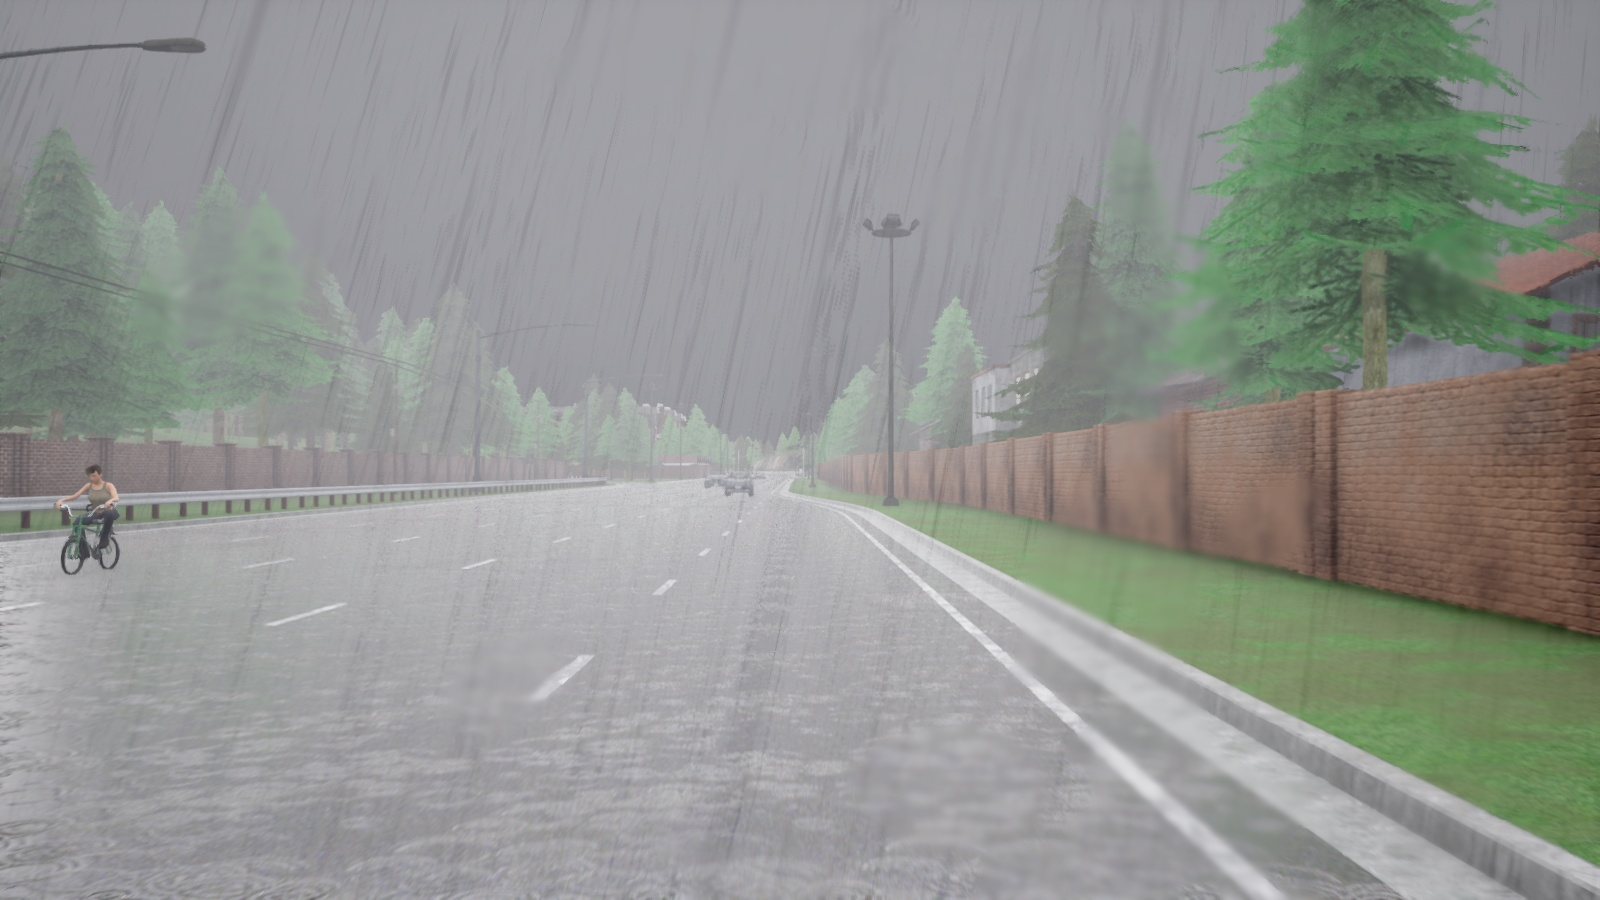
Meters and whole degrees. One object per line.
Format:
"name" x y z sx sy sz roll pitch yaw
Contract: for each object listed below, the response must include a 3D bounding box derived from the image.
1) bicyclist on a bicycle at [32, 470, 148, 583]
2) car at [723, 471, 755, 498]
"bicyclist on a bicycle" -10.542 1.107 18.699 0.866 1.612 1.509 0 -1 0
"car" -3.689 2.092 76.702 1.789 1.549 3.705 0 -1 0
